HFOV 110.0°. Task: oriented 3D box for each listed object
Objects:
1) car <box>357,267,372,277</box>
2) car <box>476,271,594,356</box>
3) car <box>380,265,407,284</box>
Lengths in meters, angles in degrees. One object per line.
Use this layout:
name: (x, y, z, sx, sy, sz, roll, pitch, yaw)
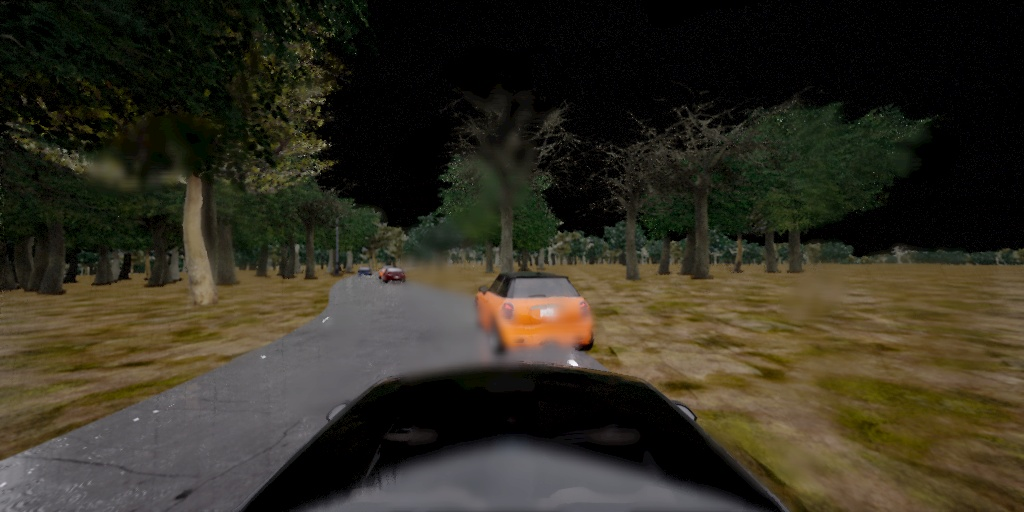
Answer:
car: (-21.601, 2.307, 52.640, 2.033, 1.411, 5.357, 0, -1, -19)
car: (0.307, 1.169, 9.122, 2.097, 1.767, 4.553, 0, -1, -11)
car: (-11.552, 1.838, 35.144, 1.882, 1.535, 5.008, 0, -1, -24)
